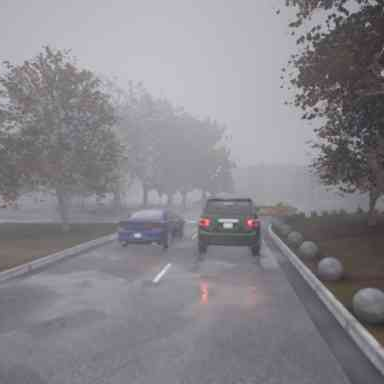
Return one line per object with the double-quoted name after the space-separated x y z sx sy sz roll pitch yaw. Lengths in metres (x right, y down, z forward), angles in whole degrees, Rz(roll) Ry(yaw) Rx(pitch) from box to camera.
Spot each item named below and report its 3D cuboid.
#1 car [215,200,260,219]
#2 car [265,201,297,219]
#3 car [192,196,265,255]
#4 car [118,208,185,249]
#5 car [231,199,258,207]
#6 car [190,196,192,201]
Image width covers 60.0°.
4.218 1.529 30.280 1.882 1.535 5.008 -1 -1 36 "car"
7.661 1.541 29.585 1.882 1.535 5.008 -1 -1 40 "car"
1.498 1.160 13.279 2.150 2.045 5.566 0 0 7 "car"
-1.557 1.403 14.322 1.882 1.535 5.008 0 0 9 "car"
9.613 1.982 60.896 1.895 1.301 4.718 1 -1 -42 "car"
2.355 1.889 63.045 4.674 1.442 1.812 0 -1 42 "car"
